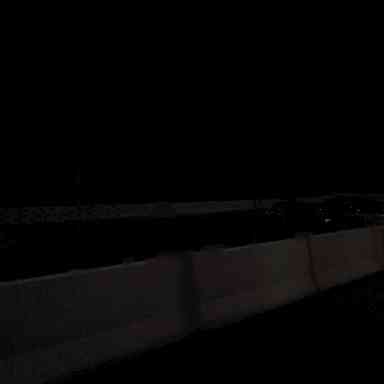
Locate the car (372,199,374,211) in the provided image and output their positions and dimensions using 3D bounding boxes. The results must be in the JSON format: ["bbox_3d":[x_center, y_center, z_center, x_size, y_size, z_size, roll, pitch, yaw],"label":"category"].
[{"bbox_3d":[18.004,1.422,34.368,2.033,1.411,5.357,0,0,42],"label":"car"}]

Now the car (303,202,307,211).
[{"bbox_3d":[11.000,1.443,37.119,2.033,1.411,5.357,0,0,43],"label":"car"}]
